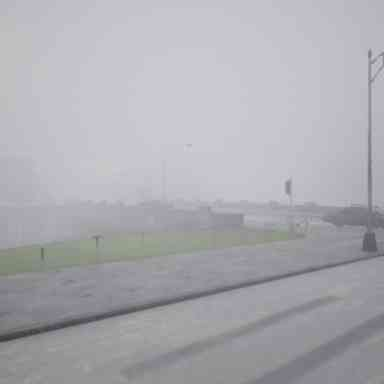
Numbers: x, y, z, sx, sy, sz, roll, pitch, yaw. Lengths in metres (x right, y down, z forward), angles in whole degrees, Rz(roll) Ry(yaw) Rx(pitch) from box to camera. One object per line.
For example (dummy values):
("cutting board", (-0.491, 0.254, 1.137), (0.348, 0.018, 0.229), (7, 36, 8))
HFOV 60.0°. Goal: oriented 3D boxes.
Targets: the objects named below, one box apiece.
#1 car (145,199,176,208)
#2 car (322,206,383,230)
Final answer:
("car", (-4.158, 1.592, 42.234), (2.033, 1.411, 5.357), (0, 0, -36))
("car", (10.994, 1.598, 21.024), (2.033, 1.411, 5.357), (0, 0, -36))
